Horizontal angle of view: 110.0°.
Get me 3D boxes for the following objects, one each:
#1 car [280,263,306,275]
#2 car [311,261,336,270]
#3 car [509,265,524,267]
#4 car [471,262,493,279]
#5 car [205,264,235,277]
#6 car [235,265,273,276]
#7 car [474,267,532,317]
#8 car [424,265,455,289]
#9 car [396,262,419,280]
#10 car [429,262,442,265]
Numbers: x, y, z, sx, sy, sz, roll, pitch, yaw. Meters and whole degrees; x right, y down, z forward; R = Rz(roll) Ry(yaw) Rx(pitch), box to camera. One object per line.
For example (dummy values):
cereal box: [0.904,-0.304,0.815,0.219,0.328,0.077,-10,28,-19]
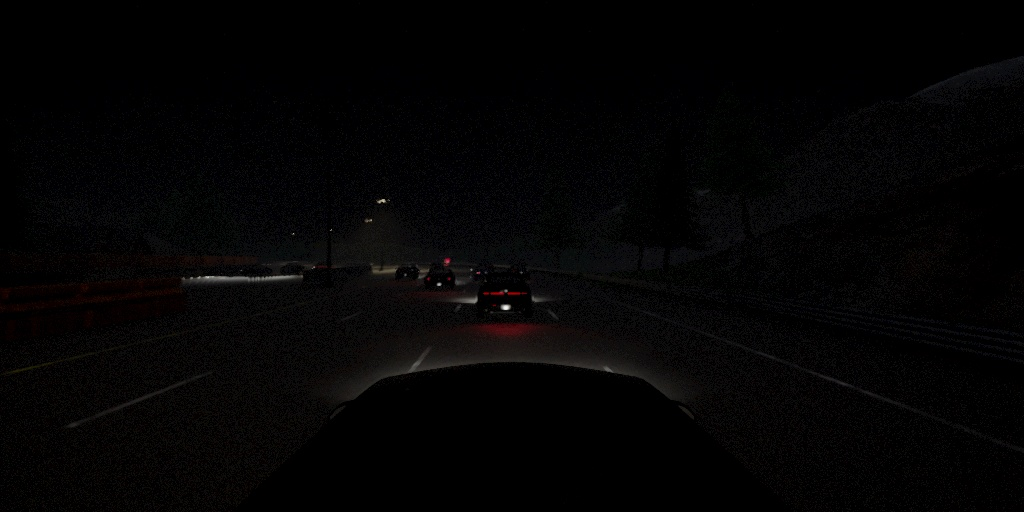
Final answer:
car: [-27.142,1.589,44.507,2.128,1.511,4.902,0,-1,-16]
car: [-23.761,1.450,45.348,2.097,1.767,4.553,0,0,-16]
car: [0.423,1.560,35.822,1.994,1.385,4.181,0,0,-11]
car: [-2.772,1.533,33.627,2.033,1.411,5.357,0,0,-11]
car: [-33.625,1.649,41.684,1.994,1.385,4.181,0,0,-15]
car: [-30.154,1.687,42.352,1.895,1.301,4.718,0,0,-15]
car: [-0.347,1.343,13.557,1.837,1.490,4.892,0,0,-4]
car: [-4.944,1.526,24.989,1.895,1.301,4.718,0,0,-8]
car: [-10.096,1.494,34.668,2.128,1.511,4.902,0,0,-12]
car: [-11.319,1.666,53.417,1.812,1.442,4.674,0,0,-18]
